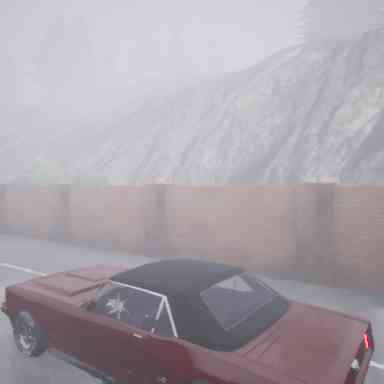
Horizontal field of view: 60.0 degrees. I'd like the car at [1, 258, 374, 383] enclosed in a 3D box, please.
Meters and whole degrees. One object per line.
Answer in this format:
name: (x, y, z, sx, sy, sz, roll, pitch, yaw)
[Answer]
car: (-0.436, 1.571, 4.265, 4.718, 1.301, 1.895, 1, 0, 35)
